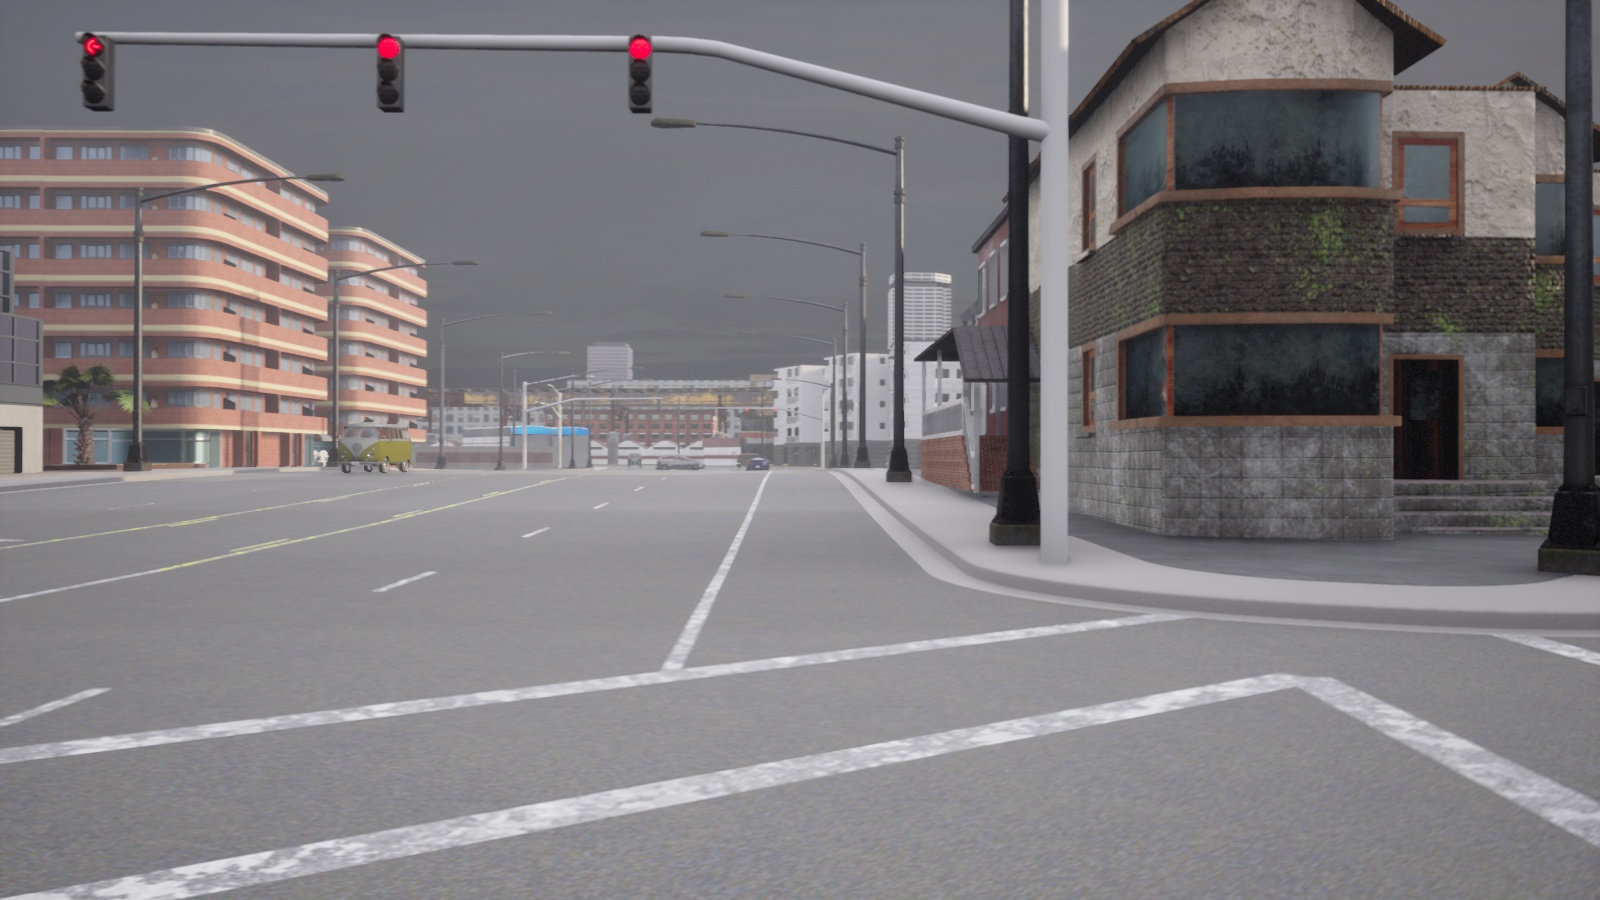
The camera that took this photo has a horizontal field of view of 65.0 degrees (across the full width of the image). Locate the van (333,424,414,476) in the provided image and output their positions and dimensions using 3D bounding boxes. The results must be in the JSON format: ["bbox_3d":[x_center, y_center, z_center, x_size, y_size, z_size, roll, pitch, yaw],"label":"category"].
[{"bbox_3d":[-16.948,-0.001,50.121,1.775,1.987,4.442,0,0,0],"label":"van"}]
